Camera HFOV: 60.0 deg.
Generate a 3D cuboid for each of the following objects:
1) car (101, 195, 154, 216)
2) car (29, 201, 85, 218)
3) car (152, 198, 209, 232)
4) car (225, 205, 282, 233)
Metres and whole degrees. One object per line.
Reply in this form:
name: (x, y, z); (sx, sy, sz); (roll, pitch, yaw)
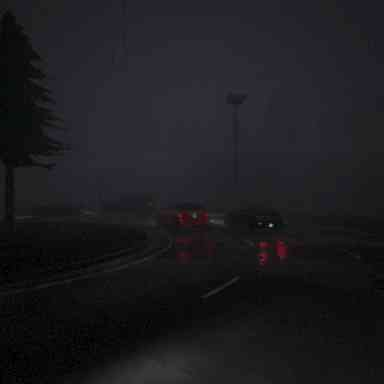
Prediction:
car: (-6.200, 1.272, 33.020); (5.566, 2.045, 2.150); (0, -1, 14)
car: (-12.045, 1.563, 29.802); (4.674, 1.442, 1.812); (0, 0, -5)
car: (-0.686, 1.389, 20.762); (2.097, 1.767, 4.553); (0, 0, -23)
car: (3.506, 1.532, 19.878); (2.128, 1.511, 4.902); (0, 0, -15)
